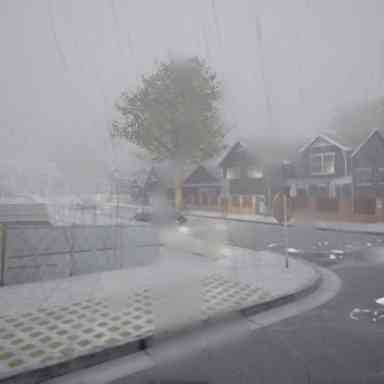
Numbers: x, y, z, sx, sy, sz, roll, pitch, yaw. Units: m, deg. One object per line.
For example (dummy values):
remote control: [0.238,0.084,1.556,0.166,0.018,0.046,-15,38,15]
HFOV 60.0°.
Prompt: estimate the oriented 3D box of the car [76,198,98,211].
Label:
car: [-13.224,1.565,41.681,1.837,1.490,4.892,-3,1,-30]

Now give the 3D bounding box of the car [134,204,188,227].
car: [-2.398,1.608,23.914,2.033,1.411,5.357,-3,2,-33]
